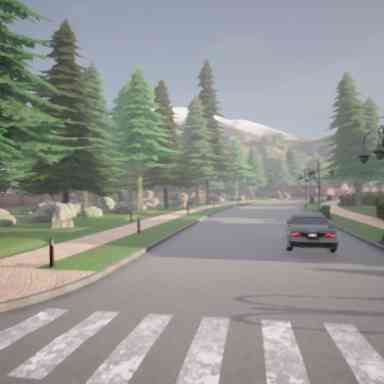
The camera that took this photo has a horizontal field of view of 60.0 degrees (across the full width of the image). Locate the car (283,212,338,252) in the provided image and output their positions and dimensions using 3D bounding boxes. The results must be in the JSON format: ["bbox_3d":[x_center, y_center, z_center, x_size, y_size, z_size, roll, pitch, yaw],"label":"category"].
[{"bbox_3d":[4.936,1.562,14.192,2.033,1.411,5.357,0,0,15],"label":"car"}]
